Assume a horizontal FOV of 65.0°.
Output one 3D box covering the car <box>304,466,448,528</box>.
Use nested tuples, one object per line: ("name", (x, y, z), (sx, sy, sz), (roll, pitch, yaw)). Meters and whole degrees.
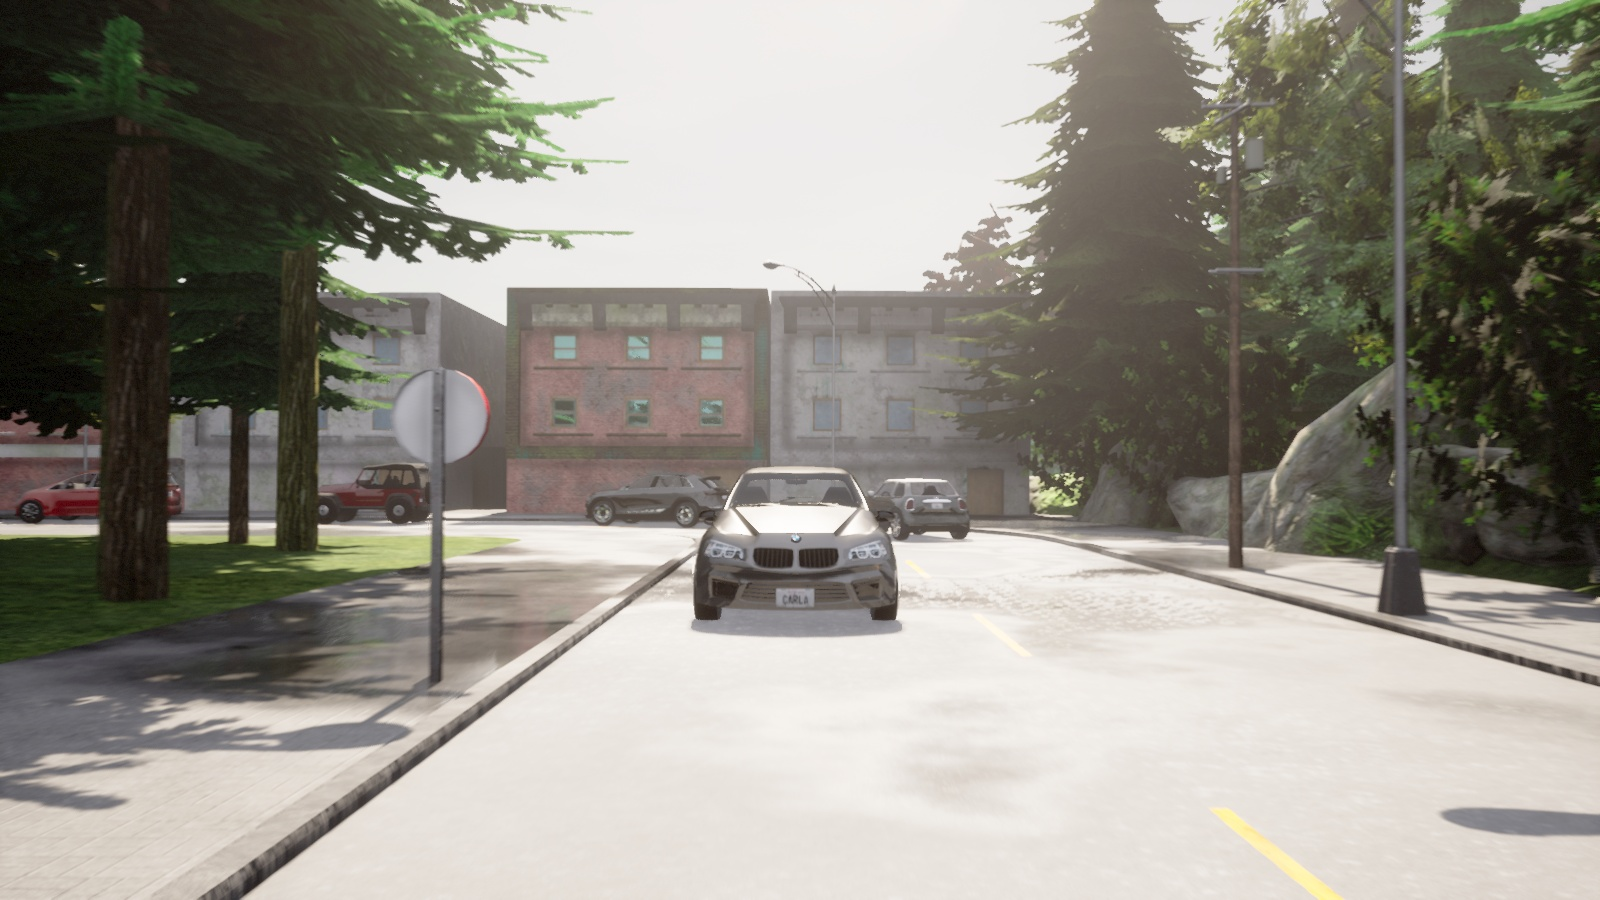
("car", (-13.227, 1.444, 39.316), (3.866, 1.878, 1.905), (0, -1, 0))

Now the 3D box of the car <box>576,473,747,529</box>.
("car", (-4.269, 1.531, 38.649), (4.856, 1.649, 2.033), (-1, -1, 24))

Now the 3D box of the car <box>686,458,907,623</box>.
("car", (-0.035, 0.961, 15.068), (2.242, 1.667, 4.611), (0, -1, 0))

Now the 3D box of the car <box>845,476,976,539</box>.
("car", (2.736, 1.405, 31.911), (1.970, 1.475, 3.806), (0, -1, -18))

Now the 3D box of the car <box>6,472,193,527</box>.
("car", (-21.861, 1.527, 39.338), (4.611, 1.667, 2.242), (0, -1, 0))
